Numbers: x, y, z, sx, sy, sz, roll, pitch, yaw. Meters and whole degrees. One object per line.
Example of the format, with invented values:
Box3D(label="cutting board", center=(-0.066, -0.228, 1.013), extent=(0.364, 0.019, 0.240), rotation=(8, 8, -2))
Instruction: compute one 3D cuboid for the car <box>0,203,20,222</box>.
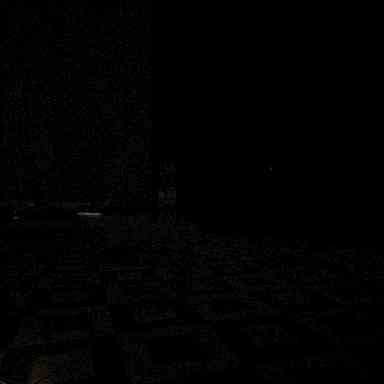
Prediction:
Box3D(label="car", center=(-16.434, 1.772, 26.193), extent=(1.947, 1.339, 4.313), rotation=(-1, -2, 35))

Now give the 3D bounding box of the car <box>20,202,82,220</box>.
Box3D(label="car", center=(-13.059, 1.822, 30.926), extent=(1.752, 1.417, 4.829), rotation=(-1, -2, 35))

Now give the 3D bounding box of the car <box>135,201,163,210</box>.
Box3D(label="car", center=(-6.987, 2.207, 54.122), extent=(2.008, 1.369, 4.403), rotation=(-1, -2, 35))

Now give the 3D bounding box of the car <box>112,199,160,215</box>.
Box3D(label="car", center=(-6.605, 1.789, 39.983), extent=(2.192, 1.841, 5.009), rotation=(-1, -2, 35))

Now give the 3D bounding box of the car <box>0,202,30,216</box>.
Box3D(label="car", center=(-20.093, 1.839, 35.743), extent=(2.008, 1.369, 4.403), rotation=(-1, -1, 35))

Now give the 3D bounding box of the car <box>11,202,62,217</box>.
Box3D(label="car", center=(-16.679, 1.849, 35.927), extent=(1.812, 1.442, 4.674), rotation=(0, -1, 36))

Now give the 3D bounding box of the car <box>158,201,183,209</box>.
Box3D(label="car", center=(-3.710, 2.302, 58.716), extent=(2.008, 1.369, 4.403), rotation=(-1, -2, 35))

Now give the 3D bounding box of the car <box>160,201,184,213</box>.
Box3D(label="car", center=(-3.327, 2.111, 44.572), extent=(1.887, 1.381, 4.507), rotation=(-1, -2, 35))

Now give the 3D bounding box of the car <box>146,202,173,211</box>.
Box3D(label="car", center=(-5.034, 2.214, 52.175), extent=(1.994, 1.385, 4.181), rotation=(0, -1, 37))

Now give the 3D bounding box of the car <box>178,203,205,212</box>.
Box3D(label="car", center=(-0.046, 2.244, 49.171), extent=(1.802, 1.307, 4.206), rotation=(-1, -2, 36))

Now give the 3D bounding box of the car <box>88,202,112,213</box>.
Box3D(label="car", center=(-10.893, 2.009, 44.023), extent=(1.812, 1.442, 4.674), rotation=(0, -1, 35))

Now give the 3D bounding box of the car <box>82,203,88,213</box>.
Box3D(label="car", center=(-13.540, 2.013, 44.933), extent=(1.887, 1.381, 4.507), rotation=(-1, -2, 35))
